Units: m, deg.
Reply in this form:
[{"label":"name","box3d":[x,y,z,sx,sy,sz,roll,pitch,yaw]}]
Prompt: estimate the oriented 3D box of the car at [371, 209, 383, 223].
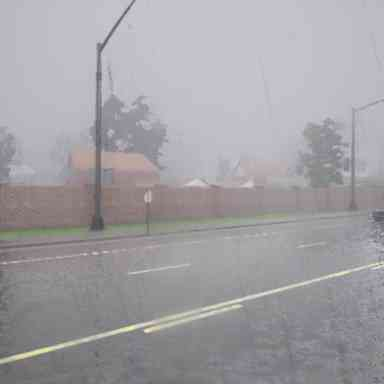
[{"label":"car","box3d":[14.292,1.431,22.792,4.718,1.301,1.895,-1,1,-36]}]
